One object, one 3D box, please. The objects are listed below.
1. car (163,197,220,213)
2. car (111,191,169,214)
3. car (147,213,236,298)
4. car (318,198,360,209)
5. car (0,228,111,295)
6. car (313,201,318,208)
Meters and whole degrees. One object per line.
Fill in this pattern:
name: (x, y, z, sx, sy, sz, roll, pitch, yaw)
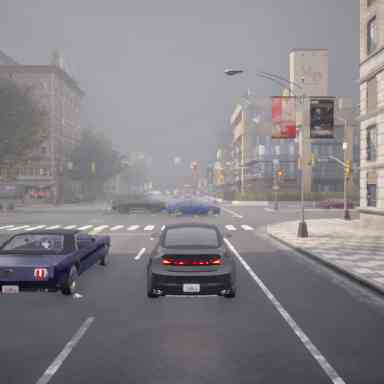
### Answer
car: (0.112, 1.477, 31.010, 5.008, 1.535, 1.882, 0, 0, 0)
car: (-5.497, 1.221, 34.462, 5.566, 2.045, 2.150, 0, 0, 0)
car: (-0.019, 1.505, 8.497, 1.837, 1.490, 4.892, 0, 0, 0)
car: (19.325, 1.601, 42.839, 4.718, 1.301, 1.895, 0, 0, 0)
car: (-3.518, 1.601, 8.675, 1.895, 1.301, 4.718, 0, 0, 0)
car: (19.282, 1.526, 46.338, 4.674, 1.442, 1.812, 0, 0, 0)
